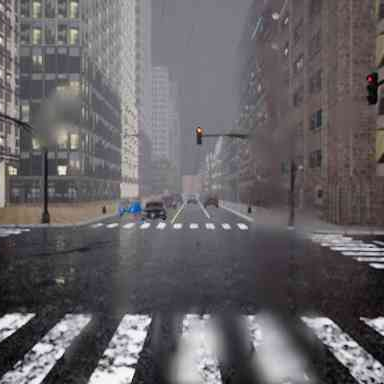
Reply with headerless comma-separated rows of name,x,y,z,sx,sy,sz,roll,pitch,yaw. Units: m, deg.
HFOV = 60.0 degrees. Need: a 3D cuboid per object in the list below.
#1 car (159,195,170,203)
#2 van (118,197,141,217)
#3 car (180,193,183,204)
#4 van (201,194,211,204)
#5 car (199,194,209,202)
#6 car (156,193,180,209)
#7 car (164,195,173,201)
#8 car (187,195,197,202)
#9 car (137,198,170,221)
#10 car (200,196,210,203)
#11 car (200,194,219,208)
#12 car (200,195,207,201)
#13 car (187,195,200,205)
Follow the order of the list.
car,-5.666,1.440,69.763,1.967,1.590,4.097,0,0,0
van,-5.681,1.334,30.907,1.690,1.788,3.998,0,0,0
car,-2.976,1.216,64.098,2.150,2.045,5.566,0,0,0
van,2.712,1.339,64.210,1.690,1.788,3.998,0,0,0
car,2.716,1.318,75.312,2.192,1.841,5.009,0,0,0
car,-3.076,1.346,43.834,2.097,1.767,4.553,0,0,0
car,-5.662,1.556,80.865,2.008,1.369,4.403,0,0,0
car,0.027,1.390,70.406,2.033,1.411,5.357,0,0,0
car,-3.003,1.498,26.914,1.837,1.490,4.892,0,0,-2
car,2.714,1.551,69.761,2.008,1.369,4.403,0,0,0
car,2.706,1.310,47.558,2.192,1.841,5.009,0,0,0
car,3.033,1.538,90.477,1.812,1.442,4.674,0,0,0
car,0.025,1.598,60.430,1.895,1.301,4.718,0,0,0
